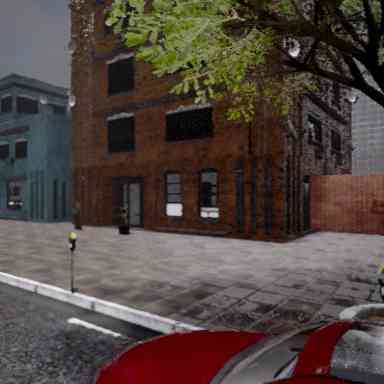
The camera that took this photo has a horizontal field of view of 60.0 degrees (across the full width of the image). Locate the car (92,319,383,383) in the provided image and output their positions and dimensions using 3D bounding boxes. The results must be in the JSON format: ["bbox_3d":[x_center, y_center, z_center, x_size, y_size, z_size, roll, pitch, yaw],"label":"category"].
[{"bbox_3d":[1.046,1.584,2.125,4.206,1.307,1.802,0,0,35],"label":"car"}]
